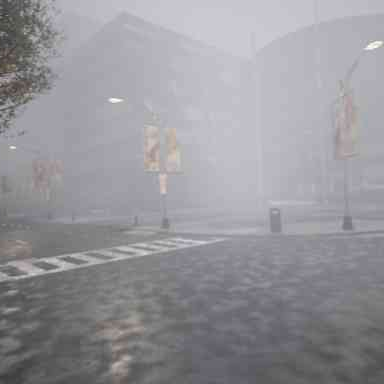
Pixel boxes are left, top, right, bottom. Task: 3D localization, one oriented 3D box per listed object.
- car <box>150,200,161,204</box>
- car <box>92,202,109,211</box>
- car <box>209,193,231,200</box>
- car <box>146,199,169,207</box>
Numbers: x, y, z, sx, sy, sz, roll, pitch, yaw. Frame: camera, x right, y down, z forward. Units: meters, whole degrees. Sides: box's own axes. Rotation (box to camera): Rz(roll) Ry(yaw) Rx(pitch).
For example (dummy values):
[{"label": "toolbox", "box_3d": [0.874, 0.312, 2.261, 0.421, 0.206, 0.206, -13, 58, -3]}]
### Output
[{"label": "car", "box_3d": [-4.068, 1.806, 49.782, 2.002, 1.452, 4.674, -2, 0, -43]}, {"label": "car", "box_3d": [-15.364, 2.452, 55.926, 2.161, 1.482, 4.786, -2, 0, -43]}, {"label": "car", "box_3d": [6.392, 1.199, 76.697, 2.435, 2.045, 5.566, -2, 0, -43]}, {"label": "car", "box_3d": [-6.579, 2.146, 63.508, 1.895, 1.301, 4.718, -2, 0, -43]}]
